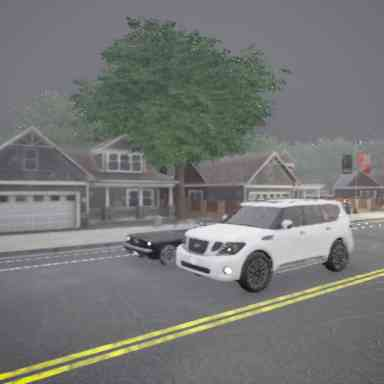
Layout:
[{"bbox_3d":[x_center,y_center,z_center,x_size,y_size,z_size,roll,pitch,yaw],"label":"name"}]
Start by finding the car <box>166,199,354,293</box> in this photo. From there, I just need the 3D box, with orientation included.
[{"bbox_3d":[2.272,1.232,9.265,5.566,2.045,2.150,0,0,-36],"label":"car"}]

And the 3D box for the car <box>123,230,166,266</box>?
[{"bbox_3d":[0.063,1.616,11.693,4.718,1.301,1.895,0,0,-35],"label":"car"}]
